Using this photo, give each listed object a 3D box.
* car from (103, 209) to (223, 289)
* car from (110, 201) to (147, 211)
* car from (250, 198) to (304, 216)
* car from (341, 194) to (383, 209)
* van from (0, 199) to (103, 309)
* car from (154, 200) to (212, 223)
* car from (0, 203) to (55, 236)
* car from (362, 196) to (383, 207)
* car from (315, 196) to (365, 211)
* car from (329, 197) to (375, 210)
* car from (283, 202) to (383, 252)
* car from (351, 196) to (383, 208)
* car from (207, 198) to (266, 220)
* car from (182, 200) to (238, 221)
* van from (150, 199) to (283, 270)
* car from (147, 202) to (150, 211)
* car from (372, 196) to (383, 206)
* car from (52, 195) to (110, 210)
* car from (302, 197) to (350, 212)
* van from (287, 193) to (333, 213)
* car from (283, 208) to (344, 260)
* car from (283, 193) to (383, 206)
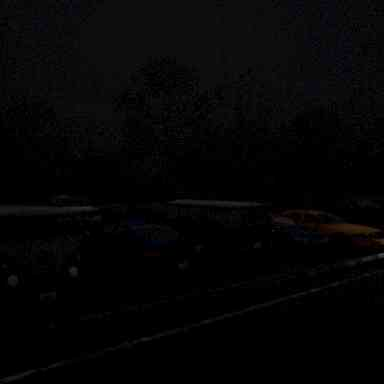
[{"bbox_3d":[-1.622,1.494,9.428,2.097,1.535,5.008,0,0,-36],"label":"car"},{"bbox_3d":[-5.349,1.472,22.860,2.097,1.535,5.008,0,0,-36],"label":"car"},{"bbox_3d":[8.210,1.416,32.530,2.163,1.488,4.792,0,0,-36],"label":"car"},{"bbox_3d":[21.713,1.178,42.276,2.185,1.767,4.553,0,0,-36],"label":"car"},{"bbox_3d":[-3.840,1.282,7.702,1.878,1.987,4.442,0,0,-36],"label":"van"},{"bbox_3d":[-0.836,1.445,26.094,2.231,1.521,4.892,0,0,-36],"label":"car"},{"bbox_3d":[-9.854,1.502,19.619,2.231,1.521,4.892,0,0,-36],"label":"car"},{"bbox_3d":[26.248,1.279,45.478,2.231,1.521,4.892,0,0,-36],"label":"car"},{"bbox_3d":[17.222,1.330,39.014,2.097,1.535,5.008,0,0,-36],"label":"car"},{"bbox_3d":[19.477,1.357,40.633,2.002,1.452,4.674,0,0,-36],"label":"car"},{"bbox_3d":[5.320,1.448,14.178,1.946,1.575,5.366,0,0,-36],"label":"car"},{"bbox_3d":[23.985,1.290,43.872,2.097,1.535,5.008,0,0,-36],"label":"car"},{"bbox_3d":[3.788,1.412,29.170,1.946,1.575,5.366,0,0,-36],"label":"car"},{"bbox_3d":[1.407,1.459,27.728,2.163,1.488,4.792,0,0,-36],"label":"car"},{"bbox_3d":[0.585,1.254,11.159,1.878,1.987,4.442,0,0,-36],"label":"van"},{"bbox_3d":[-3.092,1.458,24.477,2.097,1.535,5.008,0,0,-36],"label":"car"},{"bbox_3d":[28.483,1.295,47.122,2.163,1.488,4.792,0,0,-36],"label":"car"},{"bbox_3d":[-7.587,1.235,21.215,2.435,2.045,5.566,0,0,-36],"label":"car"},{"bbox_3d":[14.963,1.384,37.399,2.002,1.452,4.674,0,0,-36],"label":"car"},{"bbox_3d":[12.637,1.132,35.879,1.878,1.987,4.442,0,0,-36],"label":"van"},{"bbox_3d":[2.931,1.506,12.699,2.002,1.452,4.674,0,0,-36],"label":"car"},{"bbox_3d":[7.506,1.185,15.938,2.435,2.045,5.566,0,0,-36],"label":"car"}]
